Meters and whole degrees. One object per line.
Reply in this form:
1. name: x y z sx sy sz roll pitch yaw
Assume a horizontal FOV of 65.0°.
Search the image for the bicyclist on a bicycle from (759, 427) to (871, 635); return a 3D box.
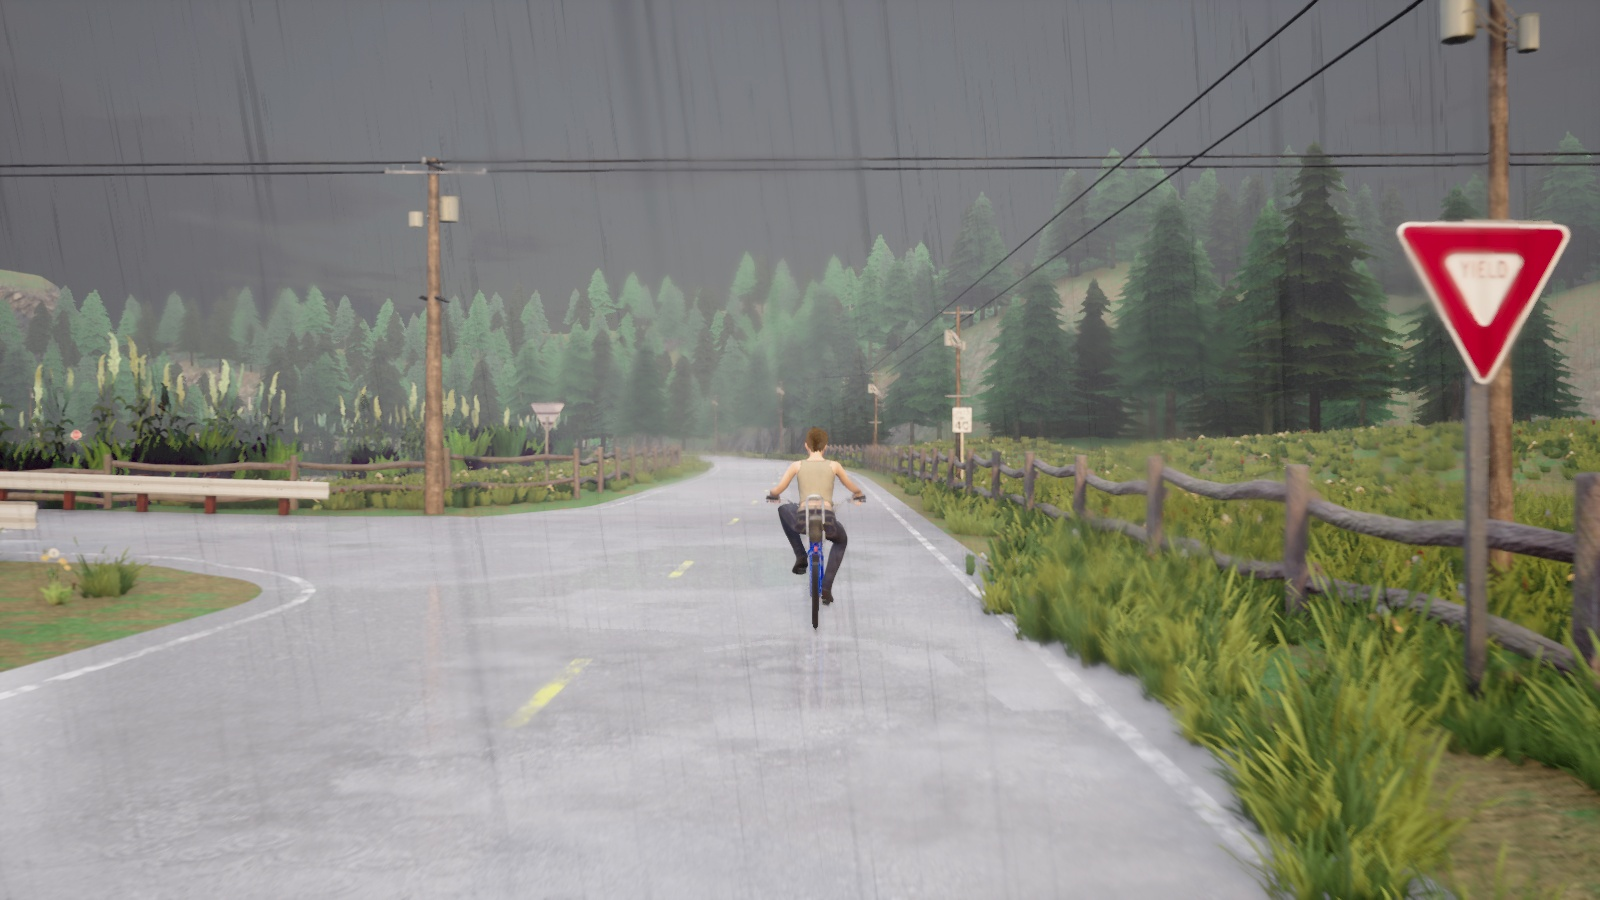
1. bicyclist on a bicycle: 0.133 0.620 10.461 0.866 1.612 1.509 0 0 1
